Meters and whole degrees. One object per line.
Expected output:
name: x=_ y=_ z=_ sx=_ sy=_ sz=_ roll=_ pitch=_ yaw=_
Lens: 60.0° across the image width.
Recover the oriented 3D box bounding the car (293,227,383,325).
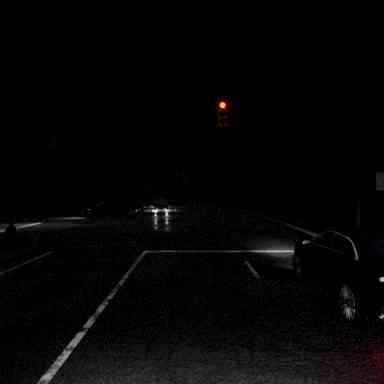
car: x=3.586 y=1.492 z=7.072 sx=2.128 sy=1.511 sz=4.902 roll=0 pitch=0 yaw=1

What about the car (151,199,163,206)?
car: x=-7.382 y=2.161 z=69.034 sx=1.895 sy=1.301 sz=4.718 roll=0 pitch=-1 yaw=-13

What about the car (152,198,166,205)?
car: x=-8.317 y=2.345 z=83.152 sx=1.882 sy=1.535 sz=5.008 roll=0 pitch=-1 yaw=-25

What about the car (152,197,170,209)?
car: x=-4.251 y=1.634 z=46.061 sx=1.812 sy=1.442 sz=4.674 roll=0 pitch=0 yaw=-4

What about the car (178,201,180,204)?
car: x=-4.690 y=2.441 z=83.542 sx=1.895 sy=1.301 sz=4.718 roll=0 pitch=-1 yaw=-22

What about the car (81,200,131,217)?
car: x=-8.043 y=1.541 z=31.389 sx=4.674 sy=1.442 sz=1.812 roll=0 pitch=1 yaw=-39

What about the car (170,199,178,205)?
car: x=-5.145 y=2.214 z=74.202 sx=1.994 sy=1.385 sz=4.181 roll=0 pitch=-1 yaw=-19
